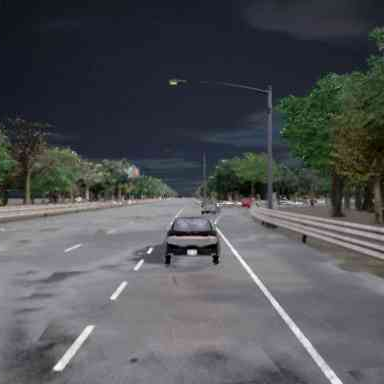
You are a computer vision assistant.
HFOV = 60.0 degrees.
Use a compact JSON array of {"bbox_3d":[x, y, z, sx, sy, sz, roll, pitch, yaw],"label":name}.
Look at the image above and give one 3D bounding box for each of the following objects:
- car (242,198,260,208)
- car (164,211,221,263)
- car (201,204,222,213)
[{"bbox_3d":[11.506,2.169,64.607,2.150,2.045,5.566,-1,-1,30],"label":"car"},{"bbox_3d":[0.001,1.678,12.674,2.128,1.511,4.902,0,-1,0],"label":"car"},{"bbox_3d":[2.467,2.160,42.050,2.033,1.411,5.357,0,-1,14],"label":"car"}]
